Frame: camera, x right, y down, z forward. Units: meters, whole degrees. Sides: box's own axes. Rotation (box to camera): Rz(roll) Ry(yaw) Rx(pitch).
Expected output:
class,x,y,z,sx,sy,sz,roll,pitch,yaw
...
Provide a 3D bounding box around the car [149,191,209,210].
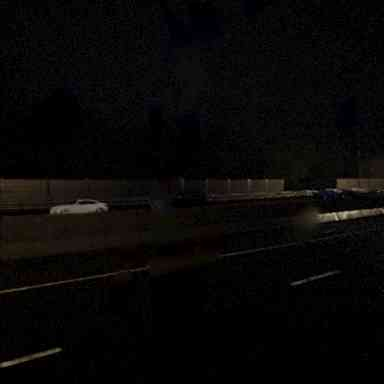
class,x,y,z,sx,sy,sz,roll,pitch,yaw
car,-1.050,0.920,29.272,5.566,2.045,2.150,-1,1,-36

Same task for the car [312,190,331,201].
class,x,y,z,sx,sy,sz,roll,pitch,yaw
car,19.882,0.441,49.409,5.008,1.535,1.882,-2,1,-37

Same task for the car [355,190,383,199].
class,x,y,z,sx,sy,sz,roll,pitch,yaw
car,24.152,0.540,43.862,5.357,1.411,2.033,-2,1,-36

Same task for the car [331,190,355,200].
class,x,y,z,sx,sy,sz,roll,pitch,yaw
car,22.017,0.483,46.640,4.892,1.490,1.837,-2,1,-37

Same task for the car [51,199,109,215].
class,x,y,z,sx,sy,sz,roll,pitch,yaw
car,-9.219,1.314,27.638,4.674,1.442,1.812,-1,1,-36
